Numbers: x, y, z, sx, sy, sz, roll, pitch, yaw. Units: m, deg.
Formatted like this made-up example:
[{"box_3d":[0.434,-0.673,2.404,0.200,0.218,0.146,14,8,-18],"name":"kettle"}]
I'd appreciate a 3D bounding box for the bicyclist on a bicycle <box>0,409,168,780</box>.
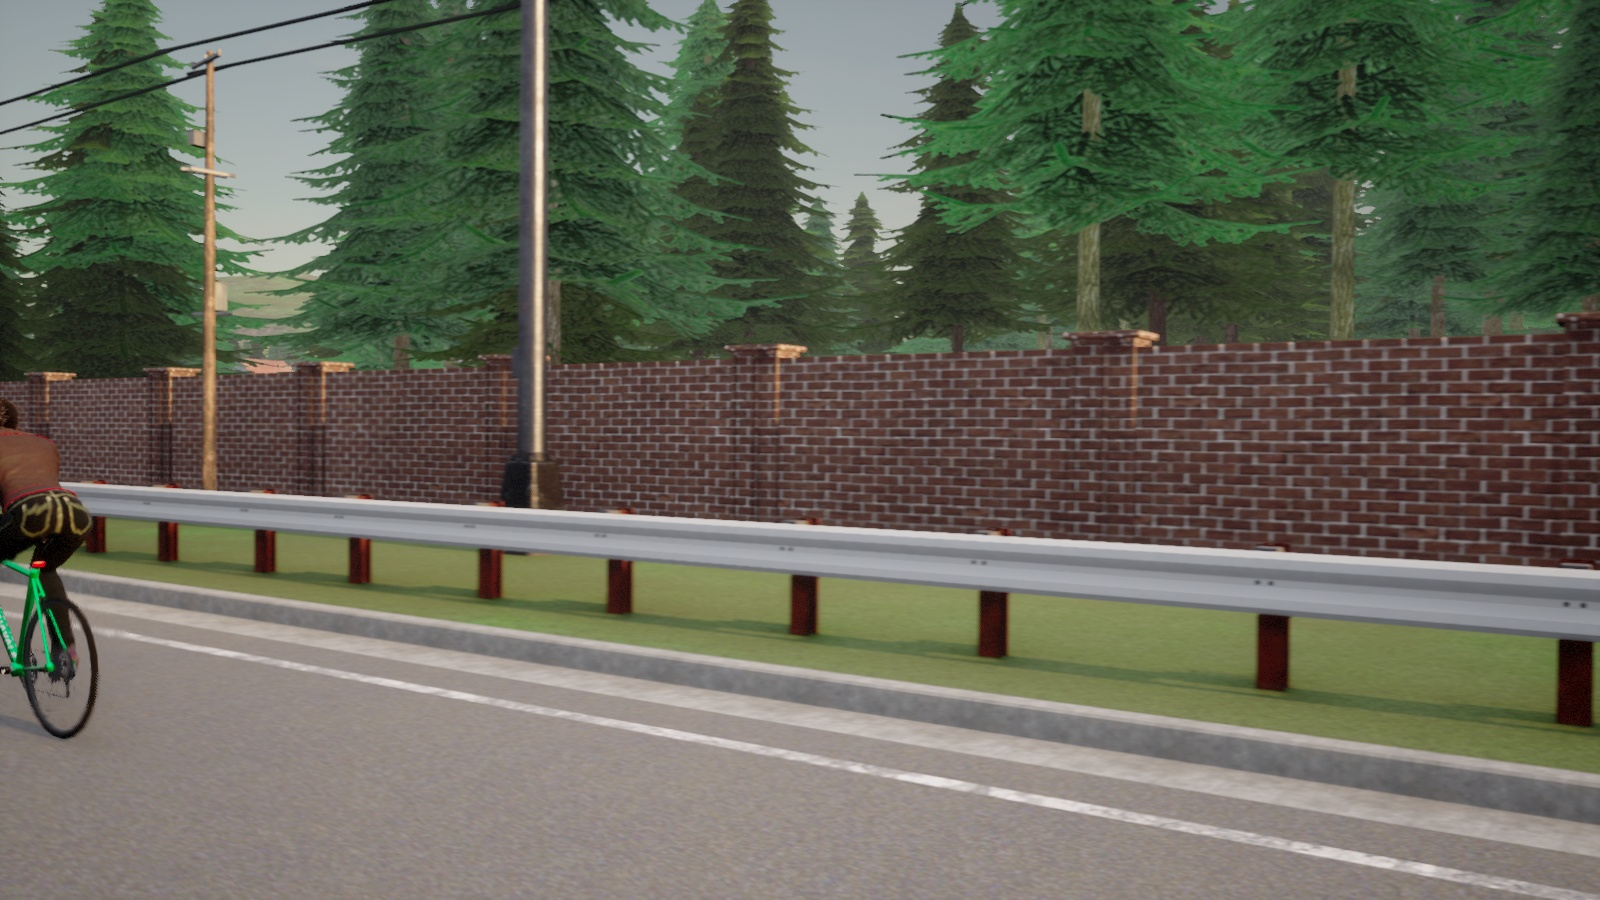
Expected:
[{"box_3d":[-3.869,0.635,6.183,1.656,1.620,0.582,-1,1,34],"name":"bicyclist on a bicycle"}]
